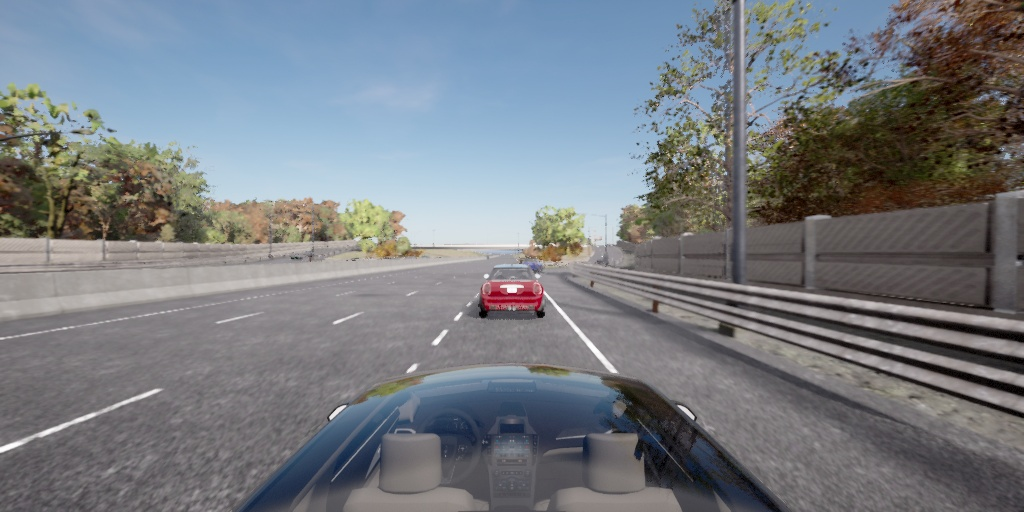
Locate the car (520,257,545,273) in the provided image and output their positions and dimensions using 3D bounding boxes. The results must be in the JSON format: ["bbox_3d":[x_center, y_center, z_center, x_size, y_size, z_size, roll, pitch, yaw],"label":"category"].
[{"bbox_3d":[2.571,1.097,43.755,2.097,1.767,4.553,2,0,14],"label":"car"}]

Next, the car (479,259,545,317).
[{"bbox_3d":[-0.002,1.084,13.302,2.097,1.767,4.553,0,0,0],"label":"car"}]
